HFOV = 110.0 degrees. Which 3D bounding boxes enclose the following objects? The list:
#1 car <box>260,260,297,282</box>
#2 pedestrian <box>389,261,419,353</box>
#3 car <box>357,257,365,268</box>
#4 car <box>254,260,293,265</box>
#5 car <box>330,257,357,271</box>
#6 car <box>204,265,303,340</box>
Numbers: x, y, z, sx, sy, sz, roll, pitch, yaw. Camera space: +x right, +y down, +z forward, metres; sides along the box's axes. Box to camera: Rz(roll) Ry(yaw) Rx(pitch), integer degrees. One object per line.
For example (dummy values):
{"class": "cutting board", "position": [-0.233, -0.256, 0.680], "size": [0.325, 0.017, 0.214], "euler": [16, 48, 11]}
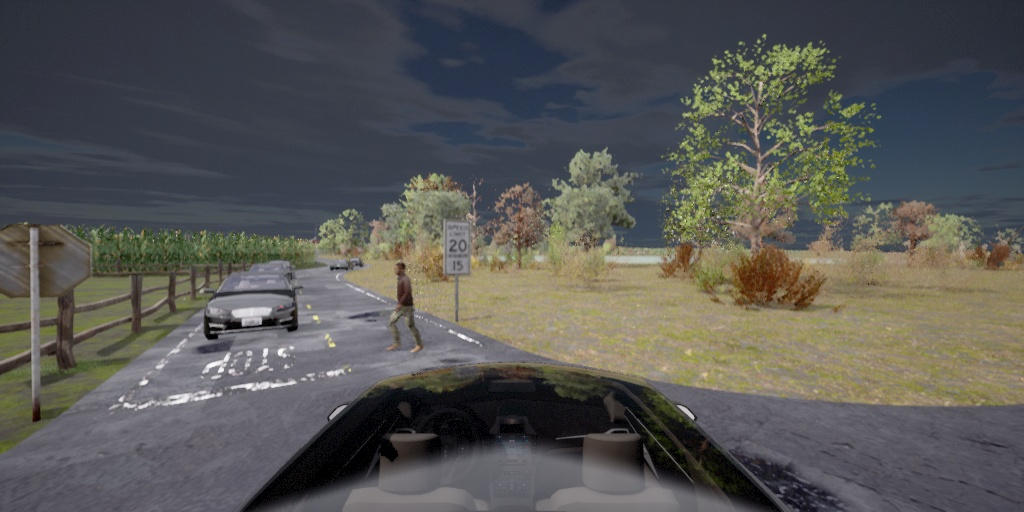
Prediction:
{"class": "car", "position": [-17.593, 1.060, 27.195], "size": [1.837, 1.490, 4.892], "euler": [0, 0, -27]}
{"class": "pedestrian", "position": [-2.148, 1.005, 7.122], "size": [0.375, 1.860, 0.375], "euler": [-1, 2, -33]}
{"class": "car", "position": [-22.771, 0.926, 52.349], "size": [1.812, 1.442, 4.674], "euler": [0, 0, -17]}
{"class": "car", "position": [-12.126, 1.117, 17.878], "size": [2.128, 1.511, 4.902], "euler": [0, 0, -32]}
{"class": "car", "position": [-20.222, 1.026, 42.778], "size": [1.994, 1.385, 4.181], "euler": [0, 0, -14]}
{"class": "car", "position": [-7.097, 1.176, 10.017], "size": [2.128, 1.511, 4.902], "euler": [0, 0, -33]}
